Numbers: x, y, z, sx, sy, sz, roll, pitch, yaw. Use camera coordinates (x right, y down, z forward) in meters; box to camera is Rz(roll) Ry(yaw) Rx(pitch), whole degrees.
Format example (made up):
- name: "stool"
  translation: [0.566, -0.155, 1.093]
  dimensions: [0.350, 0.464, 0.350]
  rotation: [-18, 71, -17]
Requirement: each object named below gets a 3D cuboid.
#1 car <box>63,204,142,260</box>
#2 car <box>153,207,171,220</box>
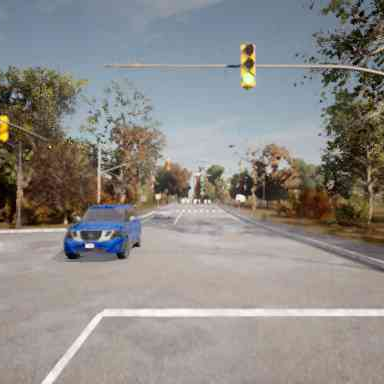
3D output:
- name: "car"
  translation: [-3.497, 1.559, 14.155]
  dimensions: [2.150, 2.045, 5.566]
  rotation: [0, -2, 0]
- name: "car"
  translation: [-3.487, 2.534, 40.027]
  dimensions: [1.812, 1.442, 4.674]
  rotation: [0, 0, 0]
